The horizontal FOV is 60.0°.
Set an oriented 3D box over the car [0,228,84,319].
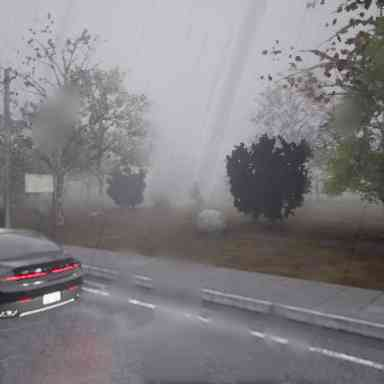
[{"bbox_3d":[-4.303,1.543,7.065,4.892,1.490,1.837,0,0,37],"label":"car"}]
